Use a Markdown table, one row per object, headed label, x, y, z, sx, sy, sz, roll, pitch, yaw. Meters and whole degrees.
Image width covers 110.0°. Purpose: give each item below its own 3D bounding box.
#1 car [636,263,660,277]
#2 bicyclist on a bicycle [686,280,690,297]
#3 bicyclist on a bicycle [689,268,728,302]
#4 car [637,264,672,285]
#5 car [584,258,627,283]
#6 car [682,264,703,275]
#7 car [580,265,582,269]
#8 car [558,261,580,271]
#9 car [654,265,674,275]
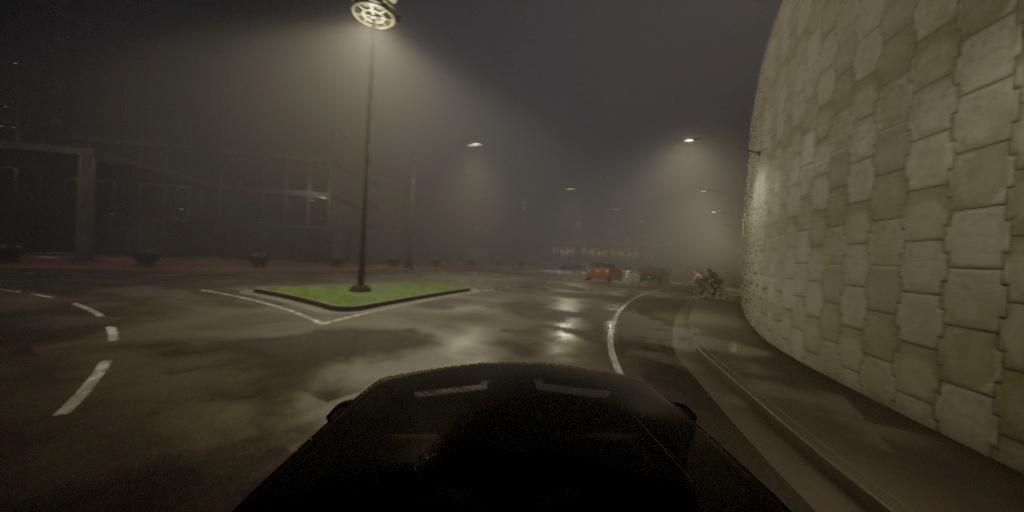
| label | x | y | z | sx | sy | sz | roll | pitch | yaw |
| --- | --- | --- | --- | --- | --- | --- | --- | --- | --- |
| car | 17.785 | 1.810 | 46.818 | 1.882 | 1.535 | 5.008 | 3 | 0 | 33 |
| bicyclist on a bicycle | 10.116 | 1.492 | 19.364 | 0.582 | 1.620 | 1.656 | 0 | -7 | -29 |
| bicyclist on a bicycle | 10.147 | 1.449 | 18.229 | 0.582 | 1.620 | 1.656 | 3 | 2 | -36 |
| car | 12.882 | 1.664 | 32.313 | 1.882 | 1.535 | 5.008 | 3 | 0 | 32 |
| car | 8.153 | 1.304 | 31.298 | 2.097 | 1.767 | 4.553 | 3 | 0 | 32 |
| car | 28.657 | 2.168 | 57.419 | 2.097 | 1.767 | 4.553 | 3 | 1 | 33 |
| car | 11.629 | 1.517 | 50.299 | 1.812 | 1.442 | 4.674 | 3 | 1 | 33 |
| car | 8.432 | 1.418 | 51.780 | 1.895 | 1.301 | 4.718 | 3 | 0 | 33 |
| car | 24.084 | 2.130 | 56.835 | 2.033 | 1.411 | 5.357 | 3 | 0 | 32 |
